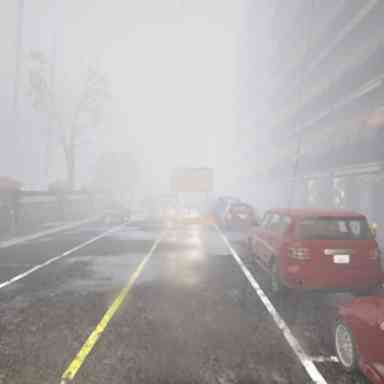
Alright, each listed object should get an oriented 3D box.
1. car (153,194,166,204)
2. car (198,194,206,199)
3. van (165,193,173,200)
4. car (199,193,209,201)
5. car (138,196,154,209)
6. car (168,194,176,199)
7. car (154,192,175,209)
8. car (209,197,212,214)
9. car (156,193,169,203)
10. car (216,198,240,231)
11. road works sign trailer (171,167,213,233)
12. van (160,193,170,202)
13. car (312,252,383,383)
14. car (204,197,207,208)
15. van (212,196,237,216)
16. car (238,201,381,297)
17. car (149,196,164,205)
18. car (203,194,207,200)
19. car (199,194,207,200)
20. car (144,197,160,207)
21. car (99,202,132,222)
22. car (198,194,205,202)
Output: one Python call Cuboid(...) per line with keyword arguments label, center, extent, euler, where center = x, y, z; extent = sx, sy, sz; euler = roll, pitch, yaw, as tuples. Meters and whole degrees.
Cuboid(label="car", center=(-5.677, 1.198, 59.049), extent=(1.967, 1.590, 4.097), euler=(0, 0, 0))
Cuboid(label="car", center=(2.709, 1.232, 92.831), extent=(1.947, 1.339, 4.313), euler=(0, 0, 0))
Cuboid(label="van", center=(-5.674, 1.038, 81.571), extent=(1.690, 1.788, 3.998), euler=(0, 0, 0))
Cuboid(label="car", center=(2.706, 1.151, 75.940), extent=(1.967, 1.590, 4.097), euler=(0, 0, 0))
Cuboid(label="car", center=(-5.680, 1.386, 42.162), extent=(1.947, 1.339, 4.313), euler=(0, 0, 0))
Cuboid(label="car", center=(-5.672, 1.233, 92.833), extent=(1.947, 1.339, 4.313), euler=(0, 0, 0))
Cuboid(label="car", center=(-3.081, 1.043, 41.766), extent=(2.150, 2.045, 5.566), euler=(0, 0, 0))
Cuboid(label="car", center=(2.698, 1.432, 30.899), extent=(1.947, 1.339, 4.313), euler=(0, 0, 0))
Cuboid(label="car", center=(-5.677, 1.058, 64.680), extent=(2.192, 1.841, 5.009), euler=(0, 0, 0))
Cuboid(label="car", center=(2.696, 1.353, 19.637), extent=(1.967, 1.590, 4.097), euler=(0, 0, 0))
Cuboid(label="road works sign trailer", center=(0.004, 0.380, 19.084), extent=(2.380, 3.560, 2.880), euler=(0, 0, 0))
Cuboid(label="van", center=(-5.675, 1.068, 70.310), extent=(1.690, 1.788, 3.998), euler=(0, 0, 0))
Cuboid(label="car", center=(2.692, 1.568, 2.748), extent=(1.802, 1.307, 4.206), euler=(0, 0, 0))
Cuboid(label="car", center=(2.699, 1.393, 36.529), extent=(2.008, 1.369, 4.403), euler=(0, 0, 0))
Cuboid(label="van", center=(2.697, 1.231, 25.268), extent=(1.690, 1.788, 3.998), euler=(0, 0, 0))
Cuboid(label="car", center=(2.694, 1.276, 8.376), extent=(2.192, 1.841, 5.009), euler=(0, 0, 0))
Cuboid(label="car", center=(-5.678, 1.320, 53.421), extent=(1.887, 1.381, 4.507), euler=(0, 0, 0))
Cuboid(label="car", center=(2.700, 1.364, 42.160), extent=(1.887, 1.381, 4.507), euler=(0, 0, 0))
Cuboid(label="car", center=(2.707, 1.277, 81.571), extent=(1.802, 1.307, 4.206), euler=(0, 0, 0))
Cuboid(label="car", center=(-5.680, 1.378, 47.793), extent=(1.802, 1.307, 4.206), euler=(0, 0, 0))
Cuboid(label="car", center=(-5.683, 1.417, 25.100), extent=(1.752, 1.417, 4.829), euler=(0, 0, 0))
Cuboid(label="car", center=(2.704, 1.324, 64.678), extent=(1.802, 1.307, 4.206), euler=(0, 0, 0))
